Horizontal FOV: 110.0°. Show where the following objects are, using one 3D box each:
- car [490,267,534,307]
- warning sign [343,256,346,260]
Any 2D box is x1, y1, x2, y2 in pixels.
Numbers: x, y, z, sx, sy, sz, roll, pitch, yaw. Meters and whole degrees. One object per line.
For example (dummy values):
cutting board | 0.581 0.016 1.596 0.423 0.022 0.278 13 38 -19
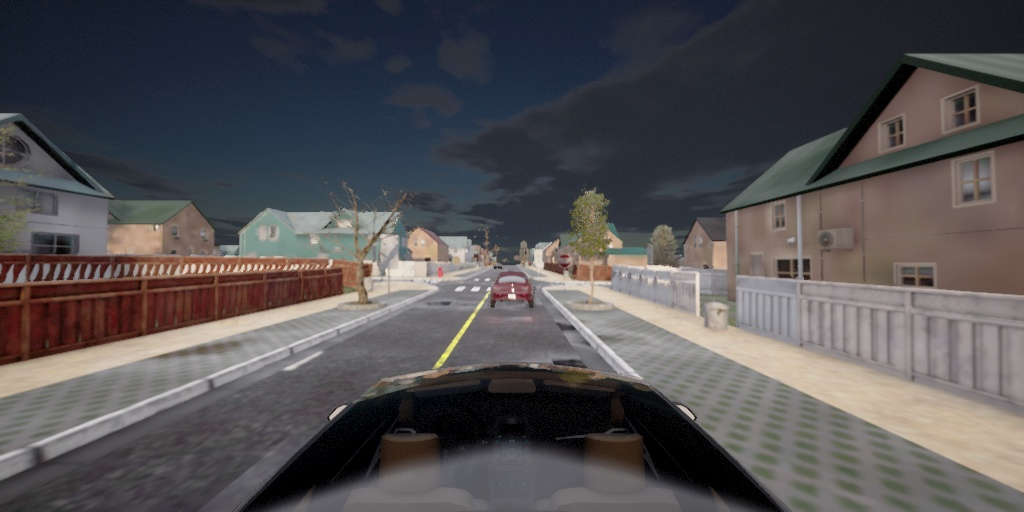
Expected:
car | 0.007 1.421 16.237 1.812 1.442 4.674 0 0 0
warning sign | -15.786 0.934 33.678 1.060 1.860 1.300 0 0 0
